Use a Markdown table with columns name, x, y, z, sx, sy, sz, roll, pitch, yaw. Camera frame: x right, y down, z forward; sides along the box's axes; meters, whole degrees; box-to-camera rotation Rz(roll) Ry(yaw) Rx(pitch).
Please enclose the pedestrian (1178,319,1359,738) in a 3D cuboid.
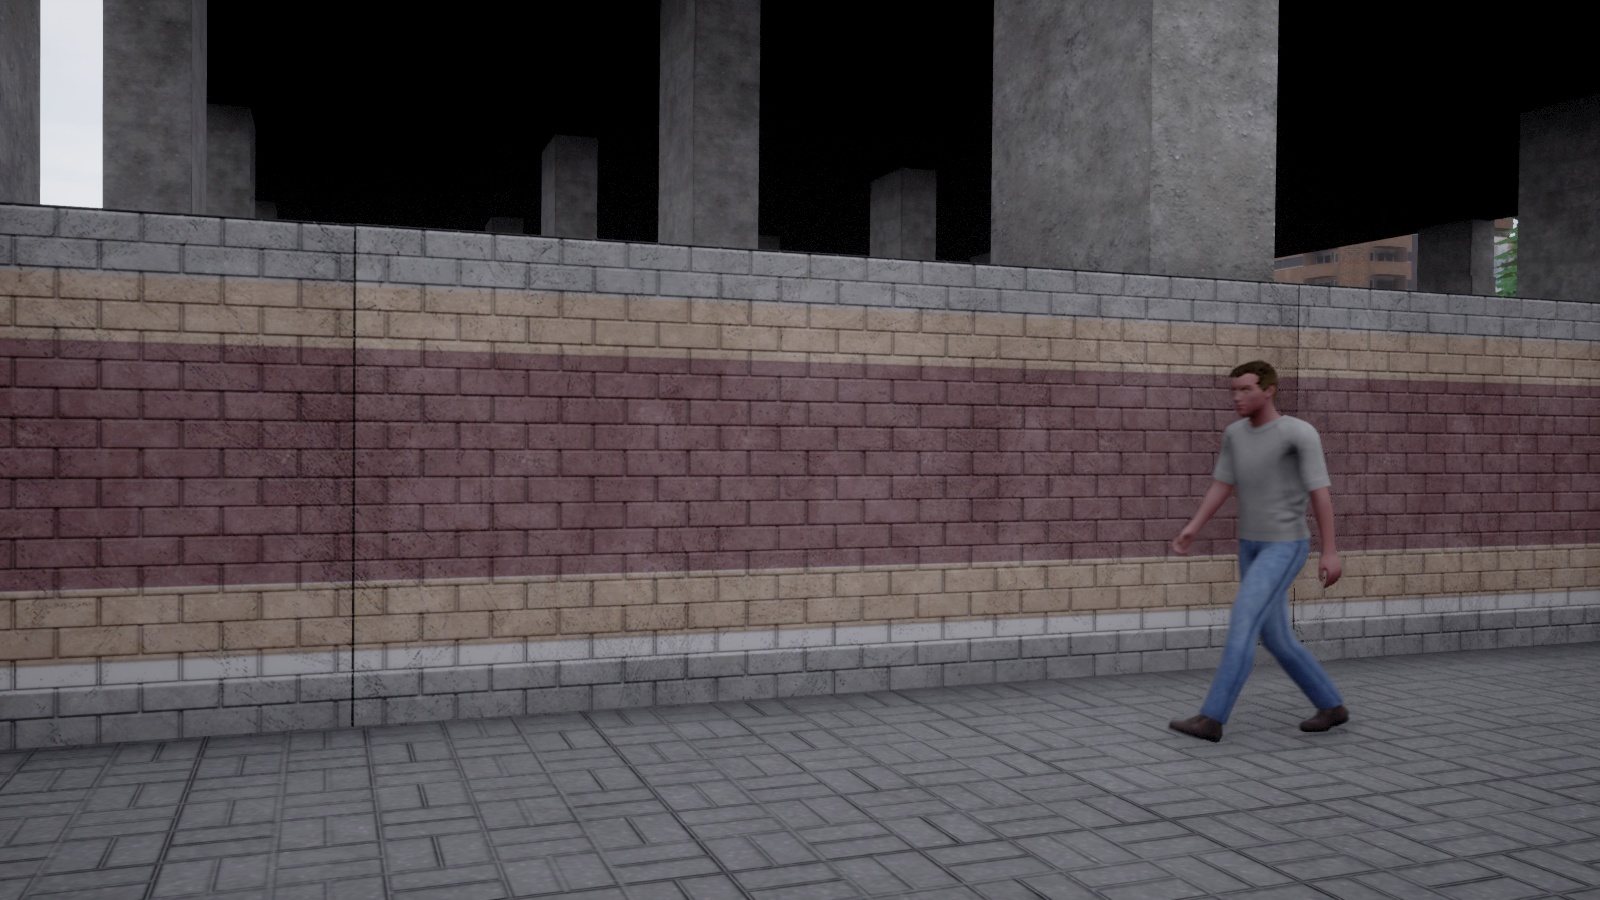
| name | x | y | z | sx | sy | sz | roll | pitch | yaw |
| --- | --- | --- | --- | --- | --- | --- | --- | --- | --- |
| pedestrian | 2.154 | 0.339 | 5.781 | 0.706 | 1.836 | 0.354 | -1 | 1 | -18 |
